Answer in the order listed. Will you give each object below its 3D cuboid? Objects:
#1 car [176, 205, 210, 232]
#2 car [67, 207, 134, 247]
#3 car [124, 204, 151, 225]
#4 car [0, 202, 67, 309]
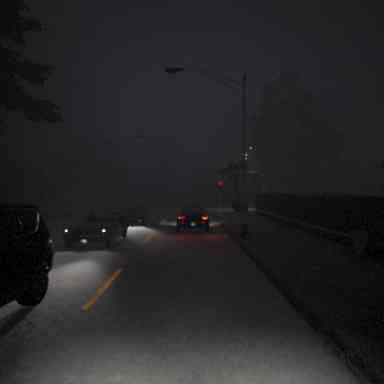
[{"bbox_3d":[0.045,1.486,19.487,1.812,1.442,4.674,0,0,0],"label":"car"},{"bbox_3d":[-4.114,1.573,14.956,1.895,1.301,4.718,0,0,0],"label":"car"},{"bbox_3d":[-4.065,1.525,23.285,1.994,1.385,4.181,0,0,0],"label":"car"},{"bbox_3d":[-4.109,1.214,5.125,2.150,2.045,5.566,0,0,0],"label":"car"}]
